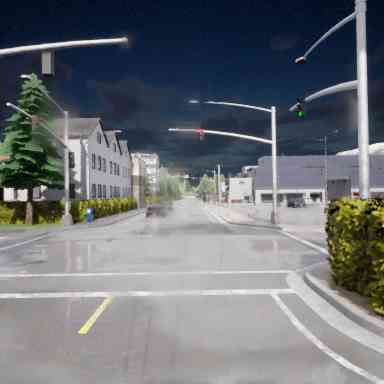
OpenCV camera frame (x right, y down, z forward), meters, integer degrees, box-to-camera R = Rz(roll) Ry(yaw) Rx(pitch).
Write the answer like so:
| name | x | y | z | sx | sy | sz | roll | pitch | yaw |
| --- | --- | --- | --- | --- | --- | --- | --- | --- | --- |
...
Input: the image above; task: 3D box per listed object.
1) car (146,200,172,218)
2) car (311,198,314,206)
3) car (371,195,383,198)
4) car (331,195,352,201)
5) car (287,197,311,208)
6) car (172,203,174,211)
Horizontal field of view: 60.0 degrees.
| name | x | y | z | sx | sy | sz | roll | pitch | yaw |
| --- | --- | --- | --- | --- | --- | --- | --- | --- | --- |
| car | -3.598 | 1.844 | 34.586 | 2.033 | 1.411 | 5.357 | -1 | -1 | 0 |
| car | 19.075 | 1.573 | 56.206 | 1.970 | 1.475 | 3.806 | -1 | -1 | 0 |
| car | 19.120 | 1.183 | 31.280 | 1.905 | 1.878 | 3.866 | -1 | -1 | 0 |
| car | 25.489 | 1.398 | 56.545 | 2.152 | 1.636 | 5.027 | -1 | -1 | 0 |
| car | 15.429 | 1.629 | 49.148 | 2.007 | 1.523 | 4.514 | -1 | -1 | 0 |
| car | -3.583 | 1.895 | 45.922 | 2.128 | 1.511 | 4.902 | -1 | -1 | 0 |
